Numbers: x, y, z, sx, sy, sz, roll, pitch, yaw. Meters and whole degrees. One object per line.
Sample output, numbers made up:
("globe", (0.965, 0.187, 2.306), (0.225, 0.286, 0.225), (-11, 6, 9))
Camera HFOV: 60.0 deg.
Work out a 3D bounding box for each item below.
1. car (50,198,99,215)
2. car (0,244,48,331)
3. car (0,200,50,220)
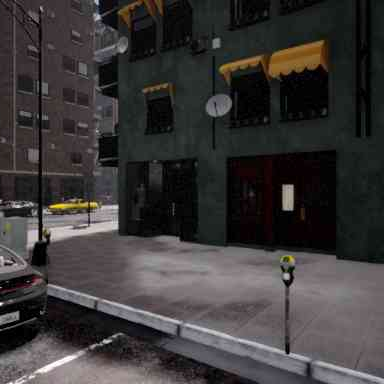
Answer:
("car", (-10.845, 1.250, 30.412), (1.752, 1.417, 4.829), (1, 1, 35))
("car", (-4.360, 1.551, 5.980), (4.403, 1.369, 2.008), (0, 0, 35))
("car", (-13.932, 1.350, 25.986), (2.008, 1.369, 4.403), (1, 1, 35))
